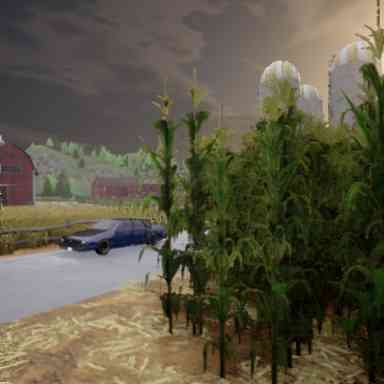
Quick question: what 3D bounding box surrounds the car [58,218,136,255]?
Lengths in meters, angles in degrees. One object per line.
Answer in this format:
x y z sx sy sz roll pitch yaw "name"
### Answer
-3.388 1.926 15.552 2.033 1.411 5.357 -1 -1 35 "car"
